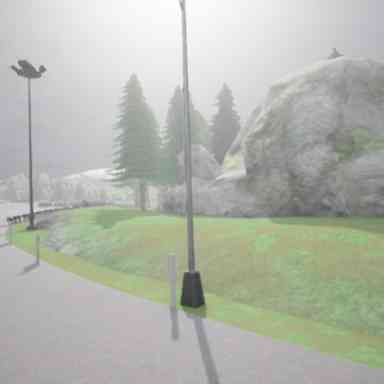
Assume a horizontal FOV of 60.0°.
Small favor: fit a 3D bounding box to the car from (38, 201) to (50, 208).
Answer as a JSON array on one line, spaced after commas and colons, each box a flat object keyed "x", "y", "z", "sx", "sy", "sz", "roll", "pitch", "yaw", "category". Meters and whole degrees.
[{"x": -34.665, "y": 2.860, "z": 78.705, "sx": 1.882, "sy": 1.535, "sz": 5.008, "roll": -2, "pitch": -1, "yaw": -4, "category": "car"}]

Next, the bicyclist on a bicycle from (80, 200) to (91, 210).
[{"x": -17.735, "y": 2.135, "z": 55.434, "sx": 1.656, "sy": 1.620, "sz": 0.582, "roll": -1, "pitch": -3, "yaw": 18, "category": "bicyclist on a bicycle"}]

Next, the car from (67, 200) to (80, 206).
[{"x": -31.821, "y": 2.858, "z": 89.323, "sx": 2.128, "sy": 1.511, "sz": 4.902, "roll": -2, "pitch": -1, "yaw": -4, "category": "car"}]

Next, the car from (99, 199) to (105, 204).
[{"x": -24.837, "y": 2.671, "z": 89.759, "sx": 2.033, "sy": 1.411, "sz": 5.357, "roll": -2, "pitch": -1, "yaw": -4, "category": "car"}]

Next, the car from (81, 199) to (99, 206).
[{"x": -24.190, "y": 2.581, "z": 79.360, "sx": 1.837, "sy": 1.490, "sz": 4.892, "roll": -2, "pitch": -1, "yaw": -4, "category": "car"}]

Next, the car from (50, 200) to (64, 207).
[{"x": -31.172, "y": 2.807, "z": 78.923, "sx": 2.128, "sy": 1.511, "sz": 4.902, "roll": -2, "pitch": -1, "yaw": -4, "category": "car"}]

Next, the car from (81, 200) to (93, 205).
[{"x": -28.329, "y": 2.827, "z": 89.570, "sx": 1.895, "sy": 1.301, "sz": 4.718, "roll": -2, "pitch": -1, "yaw": -4, "category": "car"}]

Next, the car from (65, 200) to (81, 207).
[{"x": -27.680, "y": 2.721, "z": 79.141, "sx": 2.033, "sy": 1.411, "sz": 5.357, "roll": -2, "pitch": -1, "yaw": -4, "category": "car"}]

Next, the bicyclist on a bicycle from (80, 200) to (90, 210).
[{"x": -17.672, "y": 2.125, "z": 54.444, "sx": 1.656, "sy": 1.620, "sz": 0.582, "roll": 0, "pitch": 0, "yaw": -10, "category": "bicyclist on a bicycle"}]
